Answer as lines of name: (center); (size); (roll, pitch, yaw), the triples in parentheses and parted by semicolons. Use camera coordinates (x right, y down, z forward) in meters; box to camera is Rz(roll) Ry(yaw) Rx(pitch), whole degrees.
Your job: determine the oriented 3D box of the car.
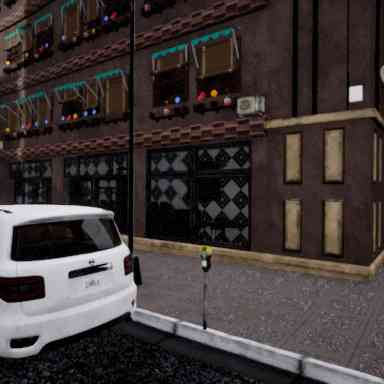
car: (-3.425, 1.223, 5.762); (5.566, 2.045, 2.150); (0, 0, 36)
